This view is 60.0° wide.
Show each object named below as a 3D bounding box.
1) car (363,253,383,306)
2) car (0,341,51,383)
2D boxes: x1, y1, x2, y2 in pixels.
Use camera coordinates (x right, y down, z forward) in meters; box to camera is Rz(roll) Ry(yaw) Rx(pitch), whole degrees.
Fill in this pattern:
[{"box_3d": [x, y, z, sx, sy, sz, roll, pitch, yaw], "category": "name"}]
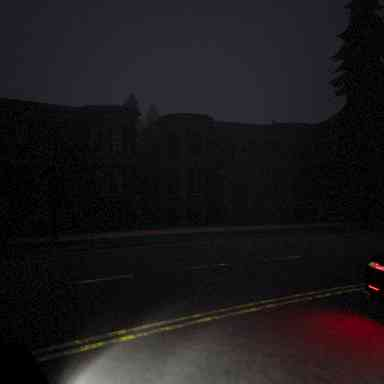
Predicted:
[{"box_3d": [5.464, 1.492, 6.218, 4.902, 1.511, 2.128, 0, 0, -24], "category": "car"}, {"box_3d": [-3.293, 1.547, 1.235, 5.357, 1.411, 2.033, 0, 0, -38], "category": "car"}]
